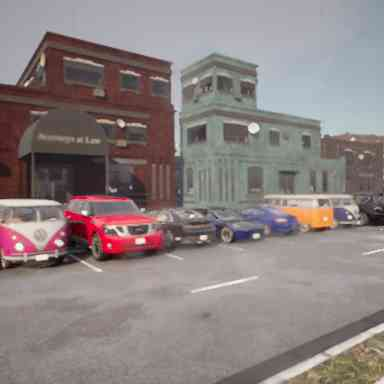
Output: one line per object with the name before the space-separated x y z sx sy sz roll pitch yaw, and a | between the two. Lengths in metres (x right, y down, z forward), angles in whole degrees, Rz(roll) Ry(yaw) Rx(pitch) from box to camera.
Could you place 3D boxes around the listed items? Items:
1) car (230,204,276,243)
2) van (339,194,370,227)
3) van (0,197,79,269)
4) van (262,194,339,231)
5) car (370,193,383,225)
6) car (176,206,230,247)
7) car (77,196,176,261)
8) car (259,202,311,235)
car | 1.313 1.442 15.886 2.163 1.488 4.792 0 0 -35
van | 8.152 1.156 20.651 1.878 1.987 4.442 0 0 -35
van | -5.428 1.228 10.978 1.878 1.987 4.442 0 0 -35
van | 5.755 1.166 19.230 1.878 1.987 4.442 0 0 -35
car | 10.333 1.124 22.382 2.435 2.045 5.566 0 0 -35
car | -0.964 1.427 14.293 2.231 1.521 4.892 0 0 -35
car | -3.217 1.187 12.661 2.435 2.045 5.566 0 0 -35
car | 3.459 1.442 17.448 2.002 1.452 4.674 0 0 -35
